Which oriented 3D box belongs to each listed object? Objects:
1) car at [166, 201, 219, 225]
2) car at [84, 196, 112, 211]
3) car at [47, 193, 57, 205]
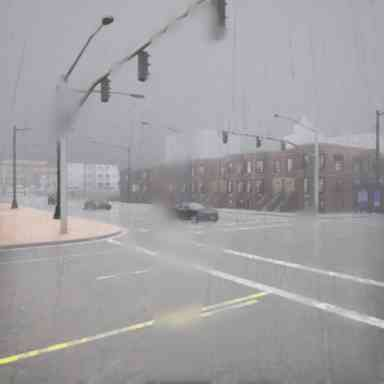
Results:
[{"bbox_3d":[-0.067,1.466,24.616,1.882,1.535,5.008,0,0,-36],"label":"car"},{"bbox_3d":[-11.487,1.341,40.506,2.097,1.767,4.553,0,0,-35],"label":"car"},{"bbox_3d":[-23.058,1.249,56.768,2.150,2.045,5.566,0,0,-36],"label":"car"}]
